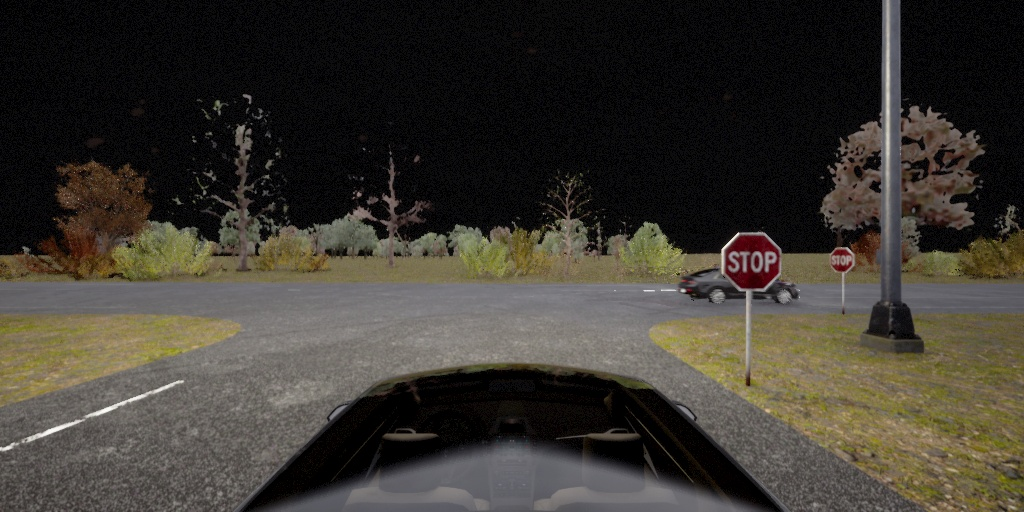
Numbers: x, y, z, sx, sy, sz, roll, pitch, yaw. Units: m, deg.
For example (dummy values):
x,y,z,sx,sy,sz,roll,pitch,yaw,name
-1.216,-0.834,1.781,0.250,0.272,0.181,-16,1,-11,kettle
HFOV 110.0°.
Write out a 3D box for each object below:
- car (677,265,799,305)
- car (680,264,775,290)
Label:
x,y,z,sx,sy,sz,roll,pitch,yaw,name
9.991,1.301,15.974,4.892,1.490,1.837,0,0,-2,car
13.769,1.321,23.099,5.008,1.535,1.882,-1,0,-2,car
